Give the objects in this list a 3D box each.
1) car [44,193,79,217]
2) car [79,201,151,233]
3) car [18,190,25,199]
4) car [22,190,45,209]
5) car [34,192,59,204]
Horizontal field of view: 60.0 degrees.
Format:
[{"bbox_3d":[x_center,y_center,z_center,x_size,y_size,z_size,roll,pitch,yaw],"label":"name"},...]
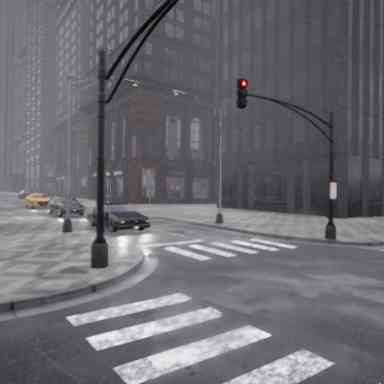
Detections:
[{"bbox_3d":[-10.034,1.094,26.561,1.837,1.490,4.892,1,1,-36],"label":"car"},{"bbox_3d":[-4.275,1.319,18.571,2.033,1.411,5.357,1,1,-36],"label":"car"},{"bbox_3d":[-29.067,0.355,58.396,2.097,1.767,4.553,1,0,-35],"label":"car"},{"bbox_3d":[-16.123,0.882,35.012,1.882,1.535,5.008,1,0,-35],"label":"car"},{"bbox_3d":[-20.311,0.794,46.270,2.033,1.411,5.357,1,0,-37],"label":"car"}]
